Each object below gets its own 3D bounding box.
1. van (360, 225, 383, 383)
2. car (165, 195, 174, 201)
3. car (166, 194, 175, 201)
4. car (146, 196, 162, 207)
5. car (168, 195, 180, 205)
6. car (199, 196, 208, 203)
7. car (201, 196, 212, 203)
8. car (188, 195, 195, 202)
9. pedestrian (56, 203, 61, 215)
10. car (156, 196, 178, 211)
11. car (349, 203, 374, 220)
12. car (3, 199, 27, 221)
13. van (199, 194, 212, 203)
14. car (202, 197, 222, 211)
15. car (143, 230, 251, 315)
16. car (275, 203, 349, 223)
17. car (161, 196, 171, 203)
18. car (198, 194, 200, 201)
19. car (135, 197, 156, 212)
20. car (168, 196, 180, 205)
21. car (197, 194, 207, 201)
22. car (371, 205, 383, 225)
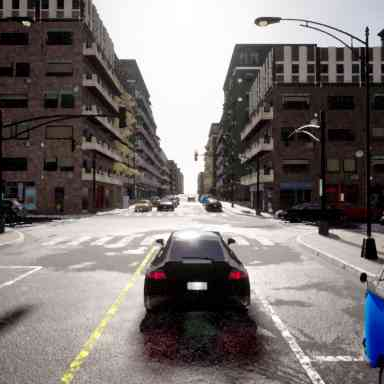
[{"bbox_3d":[2.670,1.342,2.061,1.690,1.788,3.998,1,0,0],"label":"van"},{"bbox_3d":[-5.820,1.590,85.134,2.008,1.369,4.403,1,0,0],"label":"car"},{"bbox_3d":[-5.828,1.484,90.777,1.967,1.590,4.097,1,0,0],"label":"car"},{"bbox_3d":[-5.762,1.461,51.278,1.967,1.590,4.097,1,0,0],"label":"car"},{"bbox_3d":[-3.180,1.497,49.704,1.882,1.535,5.008,0,0,0],"label":"car"},{"bbox_3d":[2.578,1.615,73.863,1.802,1.307,4.206,1,0,0],"label":"car"},{"bbox_3d":[2.626,1.569,45.650,2.008,1.369,4.403,1,0,0],"label":"car"},{"bbox_3d":[-0.135,1.562,80.538,2.128,1.511,4.902,0,0,0],"label":"car"},{"bbox_3d":[-12.592,1.598,31.416,0.500,1.100,0.500,0,-1,1],"label":"pedestrian"},{"bbox_3d":[-3.168,1.579,40.987,1.994,1.385,4.181,0,0,0],"label":"car"},{"bbox_3d":[13.594,1.609,28.211,4.097,1.590,1.967,0,-1,1],"label":"car"},{"bbox_3d":[-15.448,1.313,25.910,4.553,1.767,2.097,0,-1,1],"label":"car"},{"bbox_3d":[2.611,1.364,56.935,1.690,1.788,3.998,1,0,0],"label":"van"},{"bbox_3d":[2.636,1.581,40.007,1.947,1.339,4.313,1,0,0],"label":"car"},{"bbox_3d":[0.088,1.566,7.663,1.994,1.385,4.181,0,0,0],"label":"car"},{"bbox_3d":[8.863,1.572,25.350,4.902,1.511,2.128,1,-1,-3],"label":"car"},{"bbox_3d":[-5.801,1.577,73.849,1.887,1.381,4.507,1,0,0],"label":"car"},{"bbox_3d":[2.589,1.555,68.390,1.752,1.417,4.829,1,0,0],"label":"car"},{"bbox_3d":[-5.743,1.541,39.823,1.752,1.417,4.829,1,0,0],"label":"car"},{"bbox_3d":[-3.170,1.503,60.081,1.882,1.535,5.008,0,0,0],"label":"car"},{"bbox_3d":[2.564,1.355,85.148,2.192,1.841,5.009,1,0,0],"label":"car"},{"bbox_3d":[13.505,1.583,19.829,4.313,1.339,1.947,0,-1,1],"label":"car"}]
